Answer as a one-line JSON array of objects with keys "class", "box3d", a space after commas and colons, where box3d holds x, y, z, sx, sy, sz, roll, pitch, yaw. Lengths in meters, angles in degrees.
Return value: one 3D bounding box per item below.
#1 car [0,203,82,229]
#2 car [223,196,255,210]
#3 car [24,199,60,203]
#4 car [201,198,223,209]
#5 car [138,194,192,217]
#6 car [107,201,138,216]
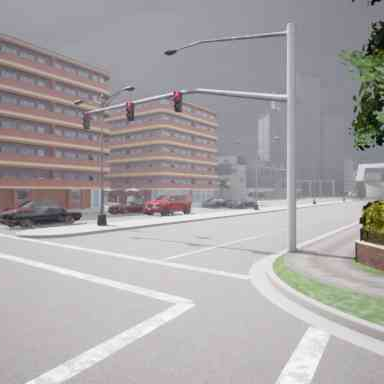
[{"class": "car", "box3d": [-9.708, 1.601, 21.610, 1.895, 1.301, 4.718, 0, 0, 36]}, {"class": "car", "box3d": [6.464, 1.352, 43.786, 2.097, 1.767, 4.553, 0, 0, 36]}, {"class": "car", "box3d": [-11.752, 1.351, 24.760, 2.097, 1.767, 4.553, 0, 0, 36]}, {"class": "car", "box3d": [3.122, 1.526, 45.144, 1.812, 1.442, 4.674, 0, 0, 36]}, {"class": "car", "box3d": [-2.197, 1.223, 31.934, 2.150, 2.045, 5.566, 0, 0, 36]}, {"class": "car", "box3d": [-5.973, 1.601, 32.684, 1.895, 1.301, 4.718, 0, 0, 36]}]
